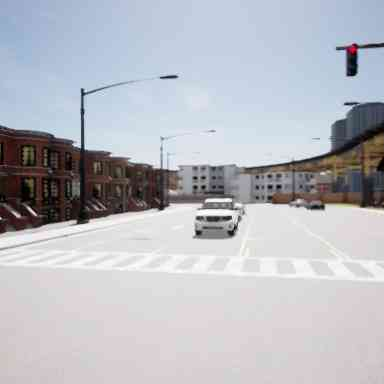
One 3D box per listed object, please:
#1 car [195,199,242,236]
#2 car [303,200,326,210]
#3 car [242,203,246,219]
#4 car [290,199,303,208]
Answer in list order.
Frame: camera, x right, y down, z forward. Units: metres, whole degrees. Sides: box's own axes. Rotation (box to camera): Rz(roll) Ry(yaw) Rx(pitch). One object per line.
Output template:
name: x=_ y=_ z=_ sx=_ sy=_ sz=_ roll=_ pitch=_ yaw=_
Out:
car: x=1.645 y=1.434 z=20.359 sx=2.150 sy=2.045 sz=5.566 roll=-1 pitch=-1 yaw=11
car: x=18.117 y=1.945 z=48.702 sx=1.994 sy=1.385 sz=4.181 roll=-1 pitch=-1 yaw=8
car: x=3.572 y=1.901 z=29.930 sx=1.895 sy=1.301 sz=4.718 roll=-1 pitch=-1 yaw=11
car: x=18.783 y=2.006 z=58.378 sx=1.812 sy=1.442 sz=4.674 roll=0 pitch=-1 yaw=-6
